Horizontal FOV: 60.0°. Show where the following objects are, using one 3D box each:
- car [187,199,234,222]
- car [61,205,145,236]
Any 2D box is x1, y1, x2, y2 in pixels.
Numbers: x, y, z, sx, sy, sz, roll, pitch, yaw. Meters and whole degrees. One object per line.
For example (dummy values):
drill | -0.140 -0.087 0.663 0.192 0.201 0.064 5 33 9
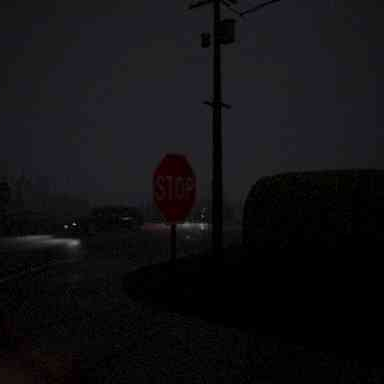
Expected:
car | 1.408 1.349 26.484 2.097 1.767 4.553 0 0 38
car | -4.819 1.503 18.594 1.837 1.490 4.892 0 0 38
